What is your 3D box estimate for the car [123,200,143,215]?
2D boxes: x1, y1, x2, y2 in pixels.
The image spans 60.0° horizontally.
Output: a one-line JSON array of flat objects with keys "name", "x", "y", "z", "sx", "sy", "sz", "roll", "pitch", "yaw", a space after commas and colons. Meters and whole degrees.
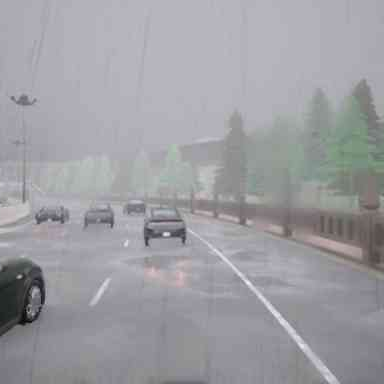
[{"name": "car", "x": -6.050, "y": 1.523, "z": 34.638, "sx": 1.882, "sy": 1.535, "sz": 5.008, "roll": 0, "pitch": 0, "yaw": -19}]

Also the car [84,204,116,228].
[{"name": "car", "x": -6.273, "y": 1.532, "z": 22.785, "sx": 2.128, "sy": 1.511, "sz": 4.902, "roll": 0, "pitch": 0, "yaw": -13}]

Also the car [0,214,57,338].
[{"name": "car", "x": -3.695, "y": 1.371, "z": 4.295, "sx": 2.097, "sy": 1.767, "sz": 4.553, "roll": 0, "pitch": 0, "yaw": -2}]

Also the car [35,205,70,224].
[{"name": "car", "x": -10.426, "y": 1.661, "z": 25.202, "sx": 1.895, "sy": 1.301, "sz": 4.718, "roll": 0, "pitch": 0, "yaw": -14}]

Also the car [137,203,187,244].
[{"name": "car", "x": -1.375, "y": 1.506, "z": 15.890, "sx": 2.128, "sy": 1.511, "sz": 4.902, "roll": 0, "pitch": 0, "yaw": -8}]
